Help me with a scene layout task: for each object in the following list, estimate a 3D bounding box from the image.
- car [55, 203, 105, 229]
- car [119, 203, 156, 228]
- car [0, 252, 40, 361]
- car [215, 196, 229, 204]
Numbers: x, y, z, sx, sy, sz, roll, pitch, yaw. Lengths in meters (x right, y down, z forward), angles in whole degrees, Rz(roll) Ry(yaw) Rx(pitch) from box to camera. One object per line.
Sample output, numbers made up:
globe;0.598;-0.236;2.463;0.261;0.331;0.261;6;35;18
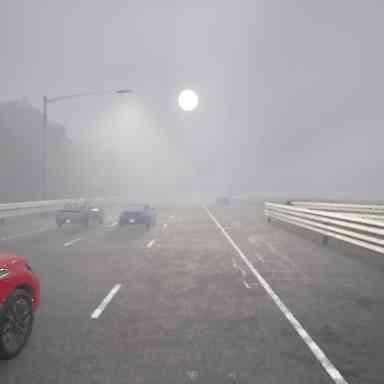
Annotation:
car;-6.897;1.417;20.981;2.128;1.511;4.902;0;0;0
car;-3.407;1.450;21.206;1.812;1.442;4.674;0;0;0
car;-3.401;1.213;2.737;2.150;2.045;5.566;0;0;0
car;5.254;1.414;58.654;1.994;1.385;4.181;0;0;-6
